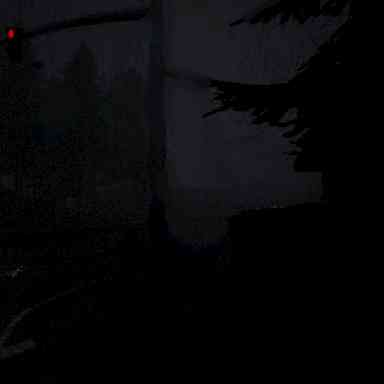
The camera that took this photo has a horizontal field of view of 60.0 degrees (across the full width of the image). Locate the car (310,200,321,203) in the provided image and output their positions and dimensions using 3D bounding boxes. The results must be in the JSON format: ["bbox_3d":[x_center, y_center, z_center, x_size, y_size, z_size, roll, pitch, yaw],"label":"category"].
[{"bbox_3d":[15.636,1.684,41.279,5.008,1.535,1.882,0,-1,-24],"label":"car"}]
